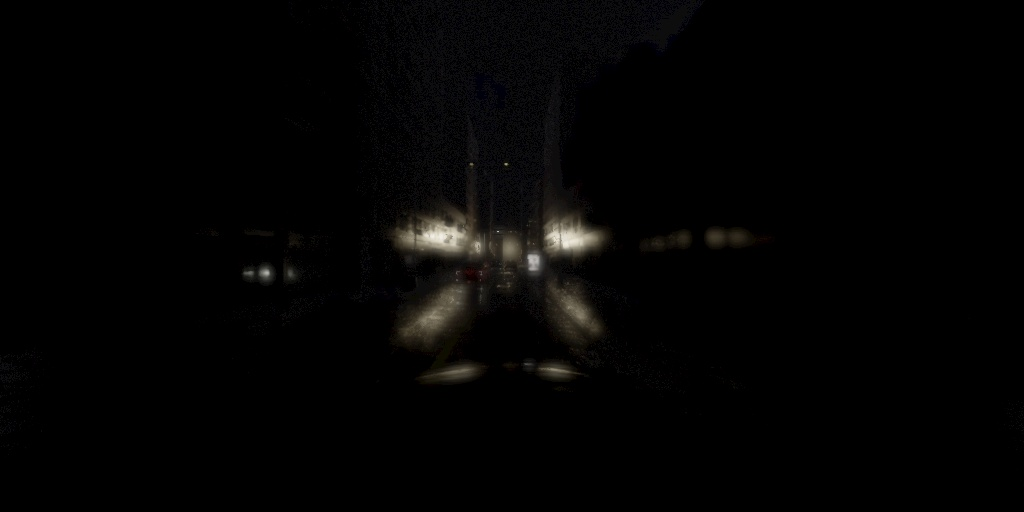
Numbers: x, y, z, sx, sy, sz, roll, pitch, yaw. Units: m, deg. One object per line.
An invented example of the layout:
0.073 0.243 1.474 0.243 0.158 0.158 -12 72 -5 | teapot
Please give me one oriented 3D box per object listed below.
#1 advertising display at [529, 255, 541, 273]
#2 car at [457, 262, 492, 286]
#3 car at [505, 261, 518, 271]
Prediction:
3.009 1.103 46.909 1.540 2.440 0.280 0 0 0 | advertising display
-2.848 1.290 26.975 2.097 1.767 4.553 0 0 0 | car
0.015 1.682 58.390 1.812 1.442 4.674 0 -1 0 | car
